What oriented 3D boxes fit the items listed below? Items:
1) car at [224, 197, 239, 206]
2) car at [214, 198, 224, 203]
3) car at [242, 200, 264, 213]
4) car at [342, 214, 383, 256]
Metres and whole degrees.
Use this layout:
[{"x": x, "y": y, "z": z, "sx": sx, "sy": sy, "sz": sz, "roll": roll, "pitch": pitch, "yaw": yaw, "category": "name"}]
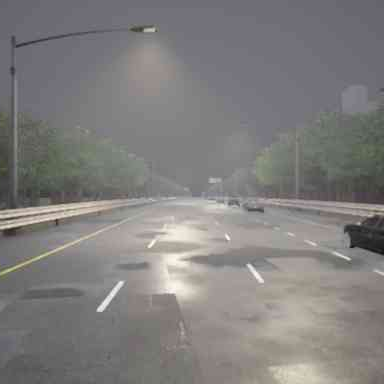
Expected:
[{"x": 7.156, "y": 1.739, "z": 58.292, "sx": 1.837, "sy": 1.490, "sz": 4.892, "roll": 0, "pitch": -1, "yaw": 0, "category": "car"}, {"x": 7.363, "y": 2.140, "z": 86.146, "sx": 1.994, "sy": 1.385, "sz": 4.181, "roll": 0, "pitch": -1, "yaw": 1, "category": "car"}, {"x": 7.065, "y": 1.635, "z": 38.855, "sx": 1.994, "sy": 1.385, "sz": 4.181, "roll": 0, "pitch": 0, "yaw": 0, "category": "car"}, {"x": 7.006, "y": 1.480, "z": 11.469, "sx": 1.882, "sy": 1.535, "sz": 5.008, "roll": 0, "pitch": 0, "yaw": 0, "category": "car"}]
